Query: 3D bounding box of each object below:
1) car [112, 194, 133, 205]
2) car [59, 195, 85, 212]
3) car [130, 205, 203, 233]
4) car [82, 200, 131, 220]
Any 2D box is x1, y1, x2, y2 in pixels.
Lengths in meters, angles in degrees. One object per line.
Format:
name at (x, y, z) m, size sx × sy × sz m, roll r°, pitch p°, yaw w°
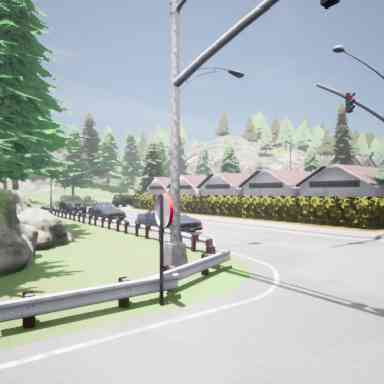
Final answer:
car at (-10.432, 1.397, 54.088) m, size 2.150 × 2.045 × 5.566 m, roll 0°, pitch 0°, yaw 37°
car at (-13.781, 1.411, 38.192) m, size 2.150 × 2.045 × 5.566 m, roll 0°, pitch 0°, yaw -33°
car at (-1.590, 1.739, 20.782) m, size 2.033 × 1.411 × 5.357 m, roll 0°, pitch 0°, yaw -37°
car at (-7.645, 1.738, 29.410) m, size 2.033 × 1.411 × 5.357 m, roll 0°, pitch 0°, yaw -35°
